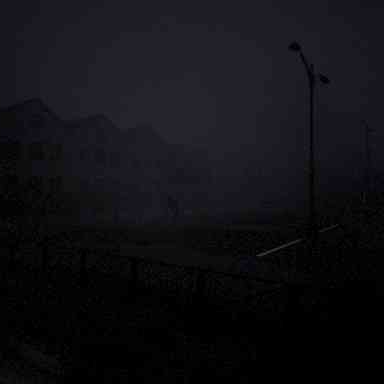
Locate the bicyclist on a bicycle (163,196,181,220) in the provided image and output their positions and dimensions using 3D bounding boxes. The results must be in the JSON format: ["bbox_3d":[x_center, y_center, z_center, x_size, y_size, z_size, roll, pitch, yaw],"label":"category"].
[{"bbox_3d":[-1.399,1.109,23.069,1.656,1.620,0.582,0,0,35],"label":"bicyclist on a bicycle"}]

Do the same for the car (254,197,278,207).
[{"bbox_3d":[10.445,1.356,46.692,2.033,1.411,5.357,0,0,33],"label":"car"}]

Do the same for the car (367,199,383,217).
[{"bbox_3d":[15.424,1.298,26.815,2.007,1.523,4.514,0,0,35],"label":"car"}]
